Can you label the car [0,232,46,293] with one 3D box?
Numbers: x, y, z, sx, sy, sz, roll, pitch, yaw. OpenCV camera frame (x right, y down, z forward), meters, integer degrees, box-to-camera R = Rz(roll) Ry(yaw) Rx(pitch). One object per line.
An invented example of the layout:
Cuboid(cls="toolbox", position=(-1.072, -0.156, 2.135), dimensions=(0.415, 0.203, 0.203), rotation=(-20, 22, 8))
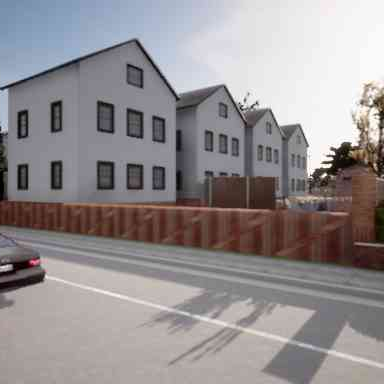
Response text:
Cuboid(cls="car", position=(-5.696, 1.546, 8.017), dimensions=(5.357, 1.411, 2.033), rotation=(0, 0, 36))
